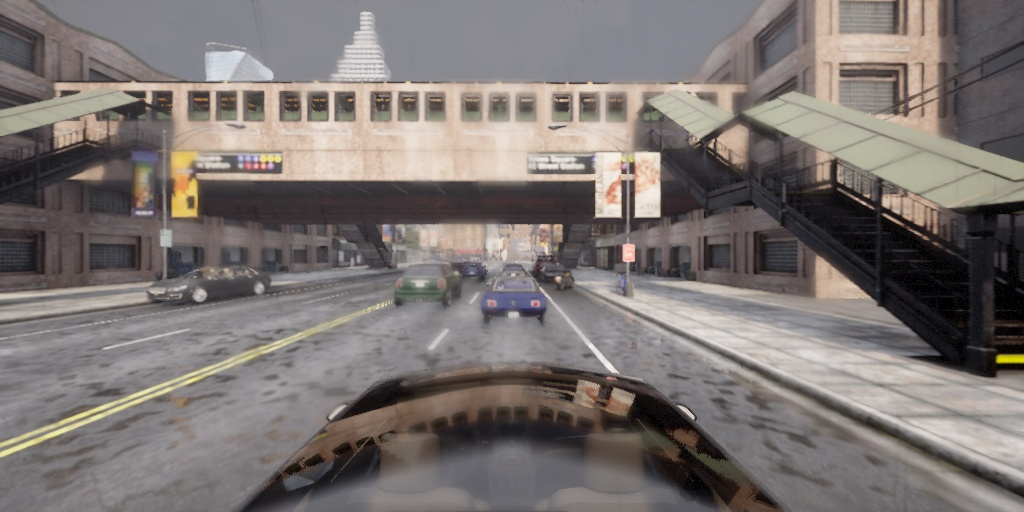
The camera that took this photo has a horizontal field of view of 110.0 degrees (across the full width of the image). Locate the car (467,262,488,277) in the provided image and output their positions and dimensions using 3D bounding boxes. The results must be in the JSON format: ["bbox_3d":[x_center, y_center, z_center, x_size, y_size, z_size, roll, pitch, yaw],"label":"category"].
[{"bbox_3d":[-3.308,1.236,32.037,1.812,1.442,4.674,0,0,0],"label":"car"}]

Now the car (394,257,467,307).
[{"bbox_3d":[-3.412,1.085,15.471,2.097,1.767,4.553,0,0,0],"label":"car"}]

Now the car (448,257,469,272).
[{"bbox_3d":[-6.955,1.042,46.816,2.097,1.767,4.553,0,0,0],"label":"car"}]

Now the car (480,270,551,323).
[{"bbox_3d":[0.072,1.338,12.096,1.895,1.301,4.718,0,0,0],"label":"car"}]

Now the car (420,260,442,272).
[{"bbox_3d":[-10.455,1.217,46.606,1.812,1.442,4.674,0,0,0],"label":"car"}]

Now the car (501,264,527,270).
[{"bbox_3d":[0.131,1.266,26.142,2.033,1.411,5.357,0,0,1],"label":"car"}]
